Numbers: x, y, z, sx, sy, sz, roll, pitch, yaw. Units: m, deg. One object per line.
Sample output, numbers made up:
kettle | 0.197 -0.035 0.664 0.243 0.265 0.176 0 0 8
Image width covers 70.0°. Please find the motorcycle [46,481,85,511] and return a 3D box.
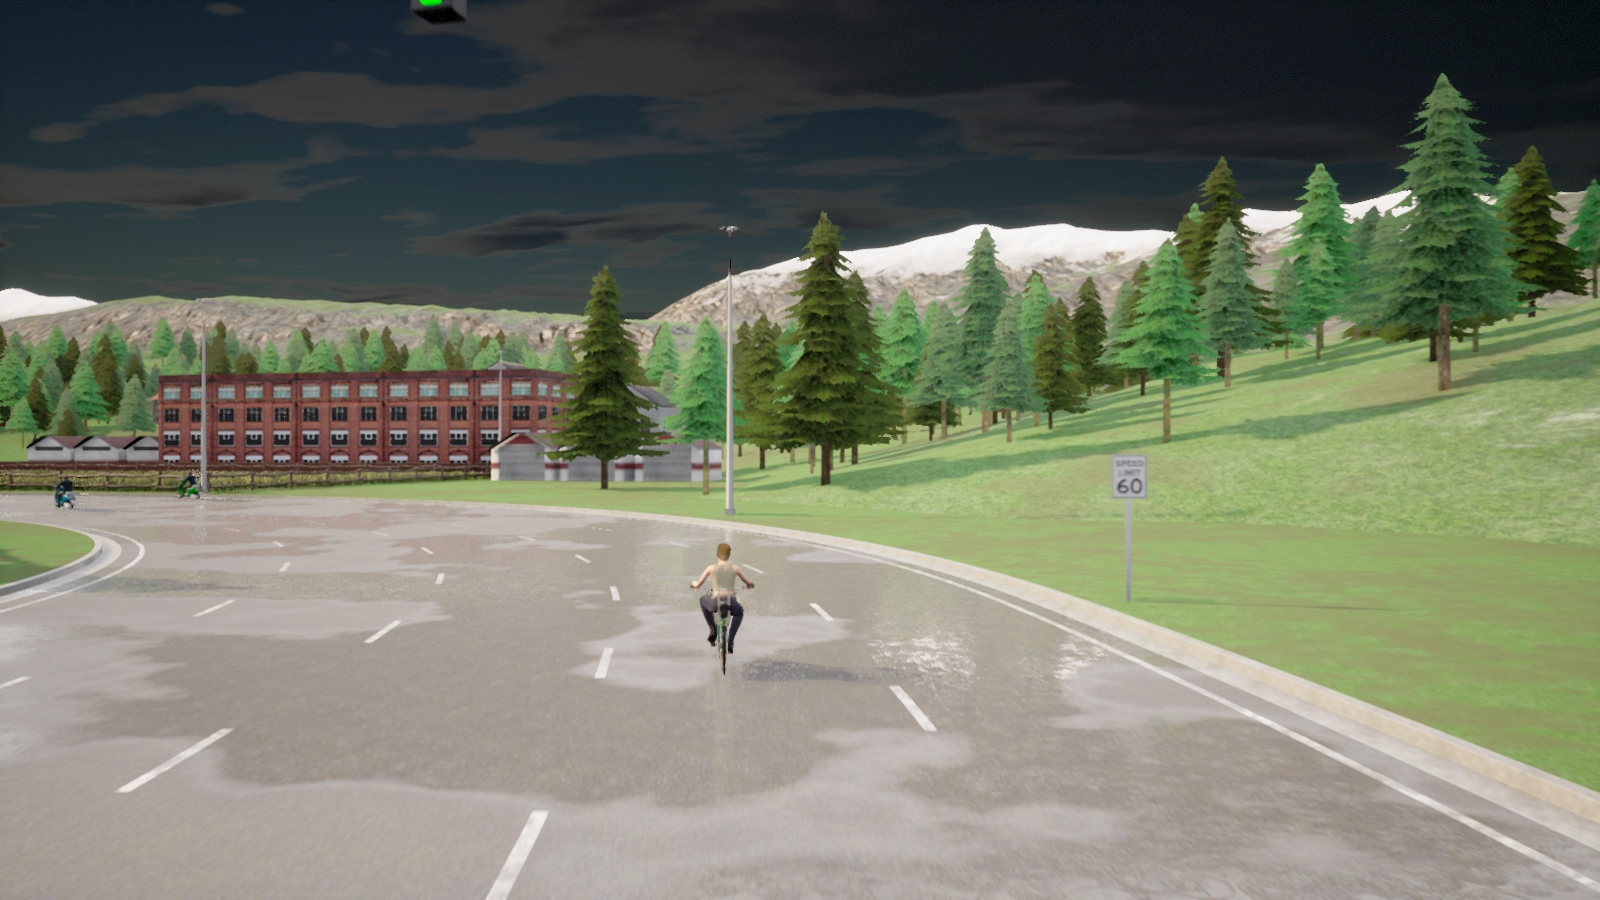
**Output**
motorcycle | -33.974 2.117 52.834 1.805 1.316 0.856 0 0 34

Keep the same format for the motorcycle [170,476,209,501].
motorcycle | -33.544 2.110 62.780 1.805 1.316 0.856 0 1 19

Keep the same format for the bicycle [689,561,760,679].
bicycle | -0.989 2.148 14.709 0.859 1.276 1.487 0 0 -5
